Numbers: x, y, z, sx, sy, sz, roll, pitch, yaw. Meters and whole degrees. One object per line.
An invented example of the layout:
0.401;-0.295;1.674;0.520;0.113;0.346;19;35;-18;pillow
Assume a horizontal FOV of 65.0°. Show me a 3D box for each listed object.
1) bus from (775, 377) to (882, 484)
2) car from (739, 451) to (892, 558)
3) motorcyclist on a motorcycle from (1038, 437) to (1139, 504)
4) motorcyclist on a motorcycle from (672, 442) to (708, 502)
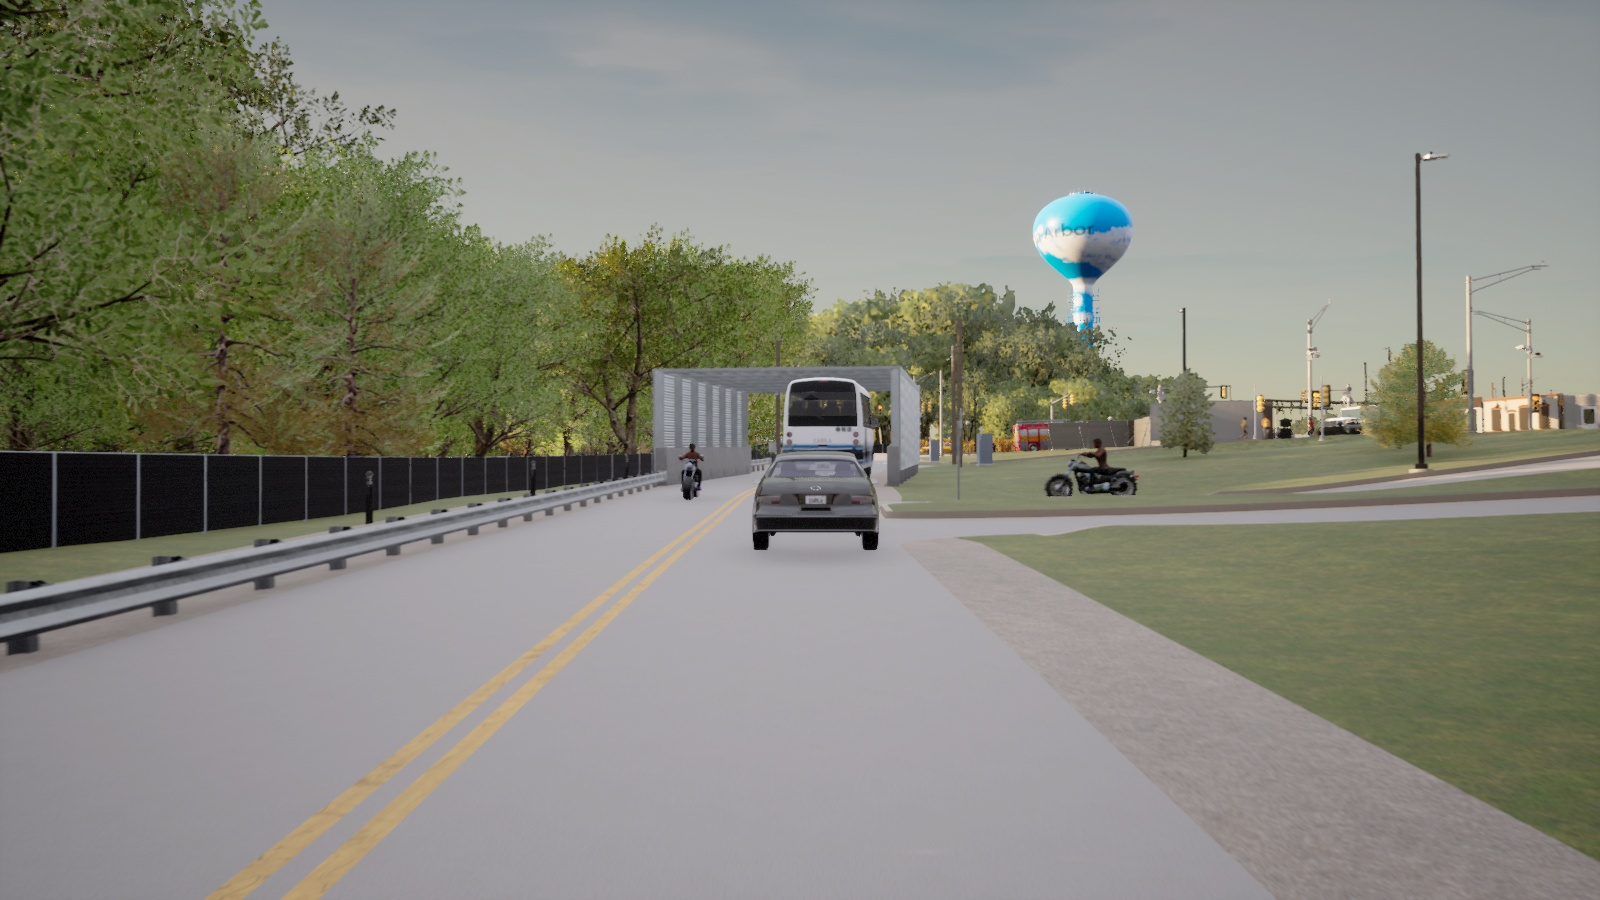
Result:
1.478;-0.812;55.576;3.944;4.253;10.273;0;0;6;bus
0.234;0.721;19.300;2.033;1.411;5.357;0;0;1;car
7.307;0.524;31.848;2.350;1.649;0.766;-1;-1;0;motorcyclist on a motorcycle
-3.106;0.609;35.757;0.766;1.649;2.350;0;0;1;motorcyclist on a motorcycle
